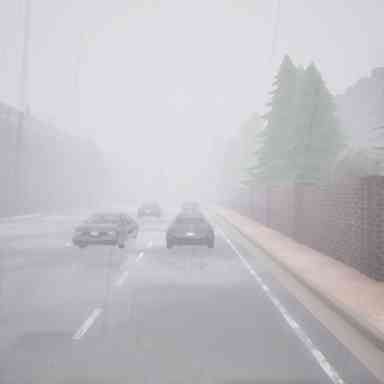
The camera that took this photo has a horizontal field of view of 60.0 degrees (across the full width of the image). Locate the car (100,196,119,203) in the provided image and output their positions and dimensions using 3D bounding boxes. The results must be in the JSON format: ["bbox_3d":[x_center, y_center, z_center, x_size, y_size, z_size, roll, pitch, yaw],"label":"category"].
[{"bbox_3d":[-17.408,1.560,65.885,4.892,1.490,1.837,0,0,26],"label":"car"}]

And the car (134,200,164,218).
[{"bbox_3d":[-3.659,1.572,29.660,1.994,1.385,4.181,0,0,0],"label":"car"}]

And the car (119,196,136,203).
[{"bbox_3d":[-13.369,1.505,67.474,4.902,1.511,2.128,0,0,38],"label":"car"}]

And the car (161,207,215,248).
[{"bbox_3d":[-0.076,1.572,14.679,1.994,1.385,4.181,0,0,0],"label":"car"}]

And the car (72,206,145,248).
[{"bbox_3d":[-3.576,1.563,14.660,2.033,1.411,5.357,0,0,0],"label":"car"}]

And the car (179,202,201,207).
[{"bbox_3d":[-0.159,1.563,29.679,2.033,1.411,5.357,0,0,0],"label":"car"}]
